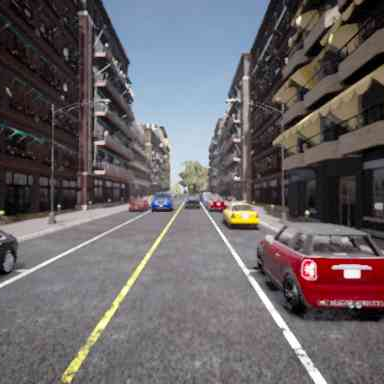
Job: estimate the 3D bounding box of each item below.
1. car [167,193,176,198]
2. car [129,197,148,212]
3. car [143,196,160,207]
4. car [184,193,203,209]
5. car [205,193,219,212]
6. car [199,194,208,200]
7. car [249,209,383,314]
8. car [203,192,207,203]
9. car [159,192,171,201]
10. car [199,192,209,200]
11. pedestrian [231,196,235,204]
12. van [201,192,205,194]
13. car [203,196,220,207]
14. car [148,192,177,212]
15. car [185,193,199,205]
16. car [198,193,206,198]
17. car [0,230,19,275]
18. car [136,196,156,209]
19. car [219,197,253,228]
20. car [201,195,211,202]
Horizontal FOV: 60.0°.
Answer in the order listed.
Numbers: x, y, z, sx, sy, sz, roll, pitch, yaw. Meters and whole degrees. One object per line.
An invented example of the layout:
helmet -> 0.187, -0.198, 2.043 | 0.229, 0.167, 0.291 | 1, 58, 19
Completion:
car -> -5.661, 1.052, 92.529 | 2.008, 1.369, 4.403 | 1, 0, 0
car -> -5.671, 1.344, 35.914 | 1.887, 1.381, 4.507 | 1, 0, 0
car -> -5.669, 1.263, 47.067 | 1.752, 1.417, 4.829 | 1, 0, 0
car -> 0.071, 1.257, 42.106 | 2.128, 1.511, 4.902 | 0, 0, 0
car -> 2.711, 1.240, 35.872 | 1.967, 1.590, 4.097 | 1, 0, 0
car -> 2.717, 1.125, 81.165 | 1.947, 1.339, 4.313 | 1, 0, 0
car -> 2.705, 1.397, 7.563 | 1.967, 1.590, 4.097 | 1, 0, 0
car -> 2.712, 1.208, 41.533 | 1.967, 1.590, 4.097 | 1, 0, 0
car -> -5.661, 0.933, 69.882 | 2.192, 1.841, 5.009 | 1, 0, 0
car -> 2.720, 0.903, 75.501 | 2.192, 1.841, 5.009 | 1, 0, 0
pedestrian -> 3.005, 1.157, 24.310 | 0.375, 1.860, 0.375 | 1, -1, -3
van -> 2.716, 1.017, 58.517 | 1.690, 1.788, 3.998 | 1, 0, 0
car -> 2.711, 1.288, 47.195 | 2.008, 1.369, 4.403 | 1, 0, 0
car -> -3.088, 1.021, 35.862 | 2.150, 2.045, 5.566 | 0, 0, 0
car -> 0.011, 1.058, 52.964 | 2.097, 1.767, 4.553 | 0, 0, 0
car -> 2.720, 1.052, 92.488 | 2.008, 1.369, 4.403 | 1, 0, 0
car -> -5.677, 1.507, 7.606 | 2.008, 1.369, 4.403 | 1, 0, 0
car -> -5.670, 1.294, 41.405 | 1.752, 1.417, 4.829 | 1, 0, 0
car -> 3.004, 1.336, 21.304 | 1.801, 1.575, 5.366 | 0, 0, 0
car -> 2.714, 1.229, 64.180 | 1.802, 1.307, 4.206 | 1, 0, 0
